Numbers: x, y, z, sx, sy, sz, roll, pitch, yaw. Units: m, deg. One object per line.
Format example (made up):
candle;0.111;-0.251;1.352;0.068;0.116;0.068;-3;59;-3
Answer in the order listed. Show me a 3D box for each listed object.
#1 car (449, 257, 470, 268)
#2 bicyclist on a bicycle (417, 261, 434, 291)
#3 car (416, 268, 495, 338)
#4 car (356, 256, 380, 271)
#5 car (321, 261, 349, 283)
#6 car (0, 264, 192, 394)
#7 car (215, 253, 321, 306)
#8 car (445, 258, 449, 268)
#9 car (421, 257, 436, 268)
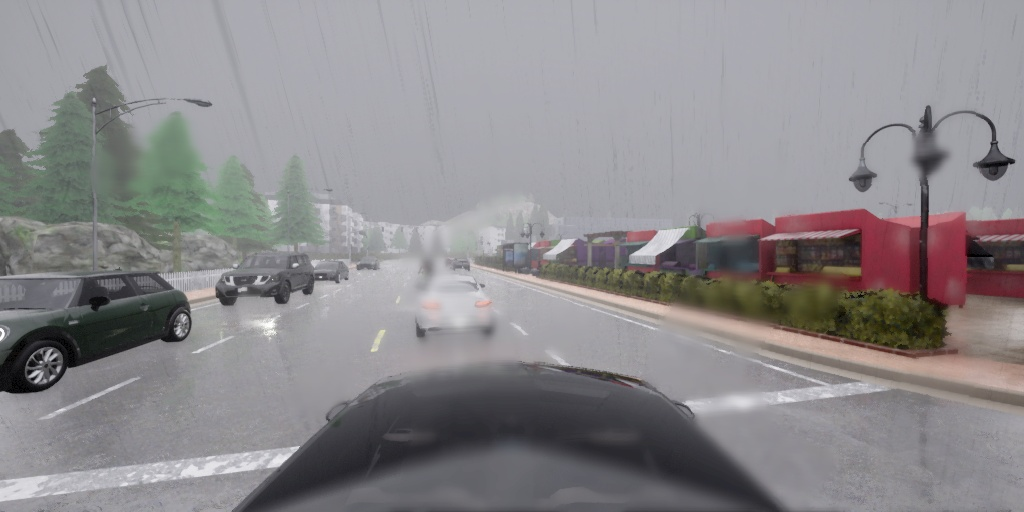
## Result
car;-6.079;0.967;42.357;1.837;1.490;4.892;0;0;-14
bicyclist on a bicycle;-4.683;1.079;19.768;0.582;1.620;1.656;0;1;24
car;-1.660;1.224;9.975;1.812;1.442;4.674;0;0;-13
car;-17.103;0.808;42.696;2.097;1.767;4.553;0;1;-14
car;-12.852;1.089;25.352;1.837;1.490;4.892;0;0;-14
car;-8.133;1.076;6.352;2.097;1.767;4.553;0;0;-13
car;-10.458;0.876;15.755;2.150;2.045;5.566;0;0;-14
car;-8.441;0.873;51.392;1.882;1.535;5.008;0;0;-14
car;-11.830;0.904;50.835;1.837;1.490;4.892;0;0;-14
